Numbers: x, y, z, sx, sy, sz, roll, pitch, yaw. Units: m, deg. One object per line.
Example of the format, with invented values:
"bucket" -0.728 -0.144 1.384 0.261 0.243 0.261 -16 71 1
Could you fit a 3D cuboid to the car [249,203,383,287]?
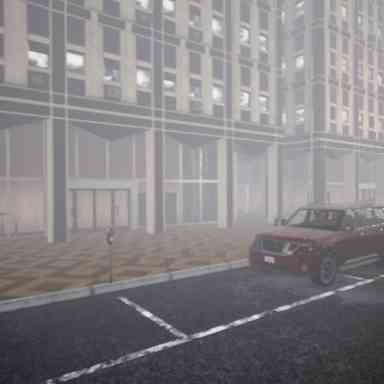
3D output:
"car" 3.882 1.269 9.347 5.009 1.841 2.192 0 0 -36
